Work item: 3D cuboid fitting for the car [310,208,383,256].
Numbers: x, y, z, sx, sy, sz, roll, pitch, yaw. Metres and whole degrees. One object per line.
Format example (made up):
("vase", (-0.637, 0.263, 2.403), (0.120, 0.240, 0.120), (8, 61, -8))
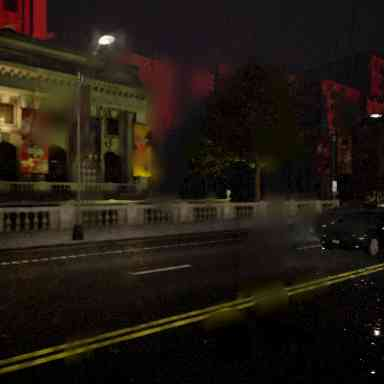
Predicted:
("car", (7.228, 1.520, 13.445), (5.008, 1.535, 1.882), (0, 0, -35))

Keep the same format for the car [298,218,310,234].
("car", (8.217, 1.602, 18.450), (5.357, 1.411, 2.033), (0, 0, -35))
